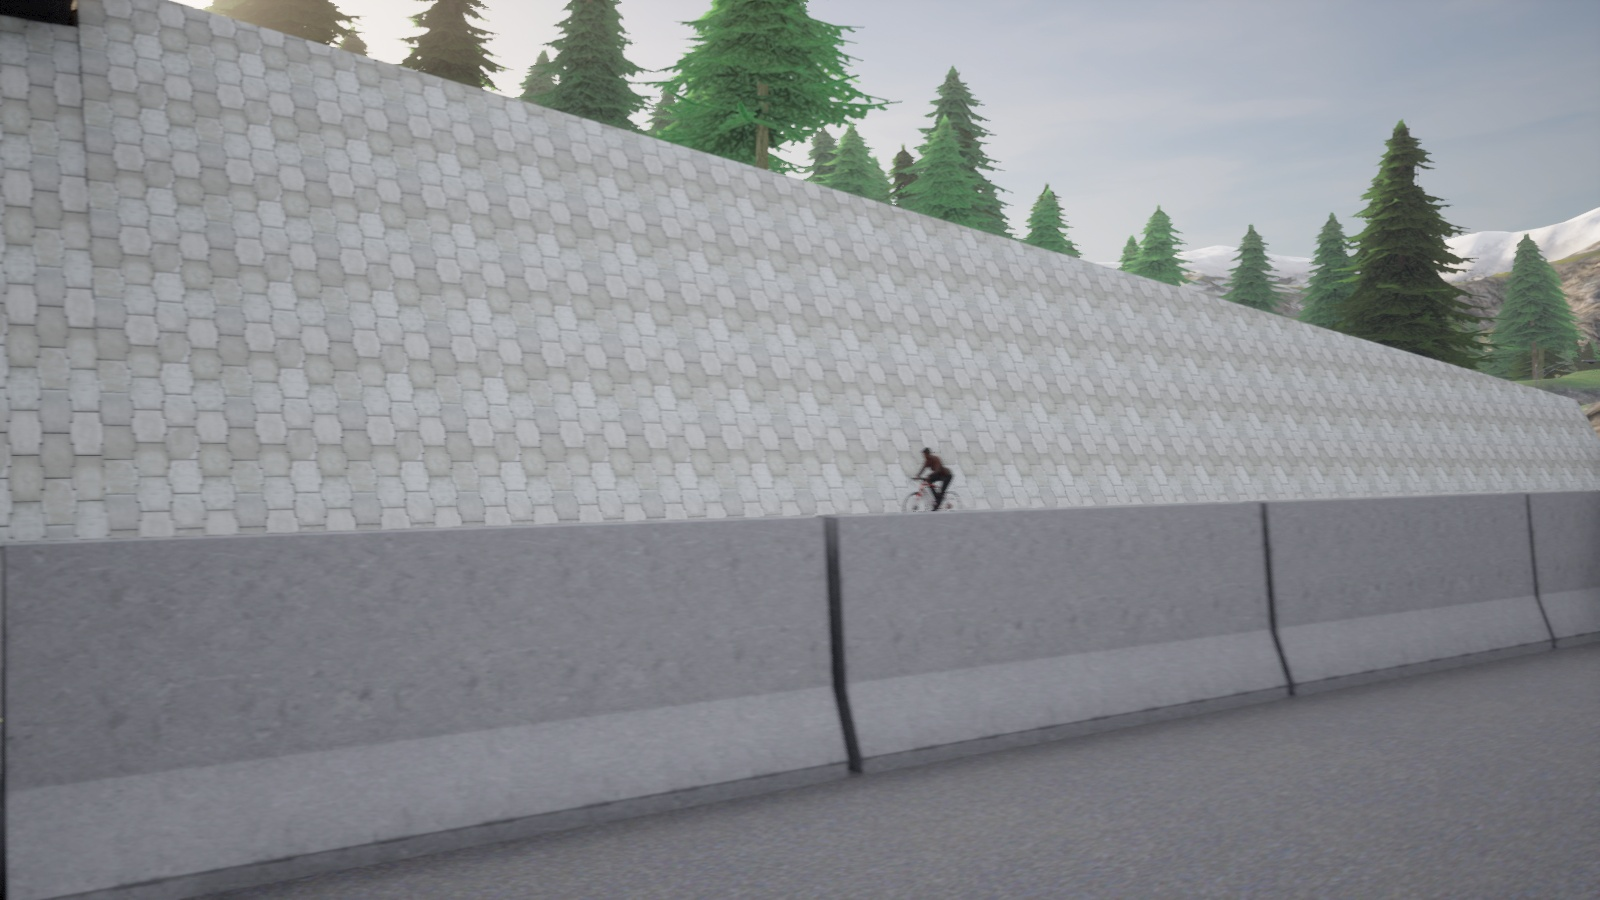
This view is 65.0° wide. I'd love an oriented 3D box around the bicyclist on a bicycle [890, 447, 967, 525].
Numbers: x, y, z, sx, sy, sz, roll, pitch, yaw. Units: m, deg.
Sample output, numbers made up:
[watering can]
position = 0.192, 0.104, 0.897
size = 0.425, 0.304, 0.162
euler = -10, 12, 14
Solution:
[bicyclist on a bicycle]
position = 2.762, 0.758, 26.903
size = 1.656, 1.620, 0.582
euler = -1, 0, -35
